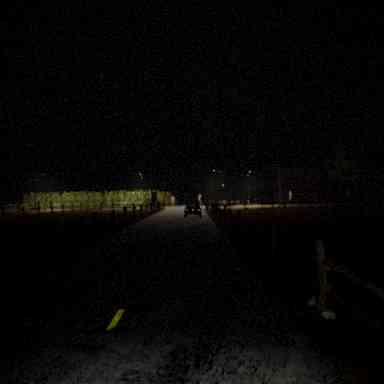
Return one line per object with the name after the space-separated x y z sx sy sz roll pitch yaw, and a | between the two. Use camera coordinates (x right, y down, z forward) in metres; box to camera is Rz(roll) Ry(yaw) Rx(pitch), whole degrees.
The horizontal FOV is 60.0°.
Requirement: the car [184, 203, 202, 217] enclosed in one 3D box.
0.094 1.956 36.638 2.033 1.411 5.357 0 -1 0 | car
